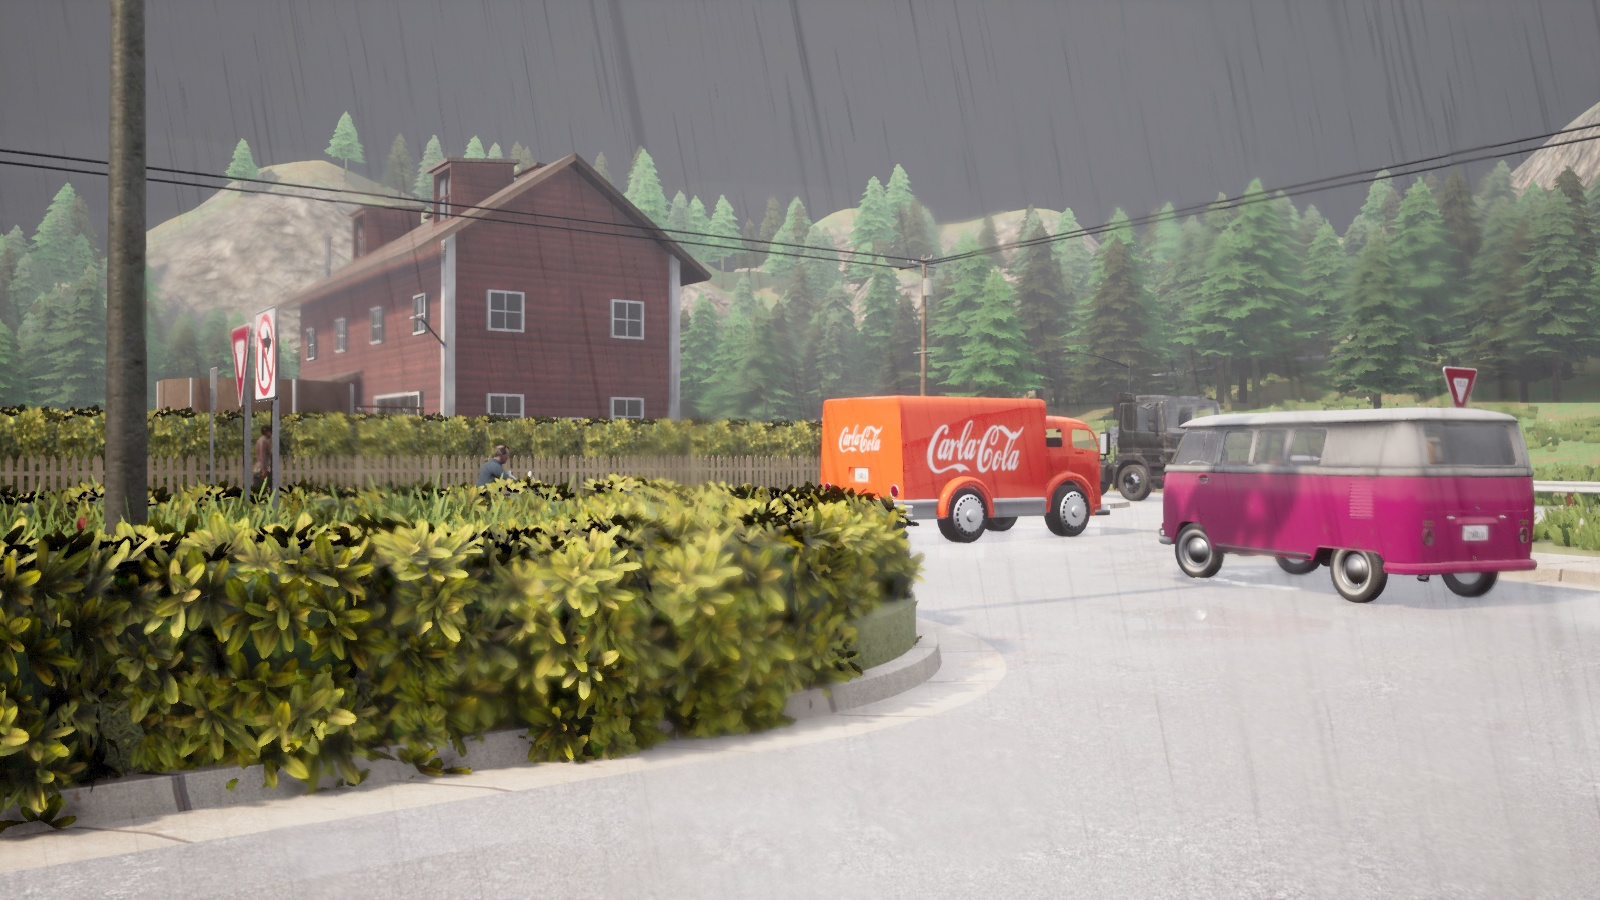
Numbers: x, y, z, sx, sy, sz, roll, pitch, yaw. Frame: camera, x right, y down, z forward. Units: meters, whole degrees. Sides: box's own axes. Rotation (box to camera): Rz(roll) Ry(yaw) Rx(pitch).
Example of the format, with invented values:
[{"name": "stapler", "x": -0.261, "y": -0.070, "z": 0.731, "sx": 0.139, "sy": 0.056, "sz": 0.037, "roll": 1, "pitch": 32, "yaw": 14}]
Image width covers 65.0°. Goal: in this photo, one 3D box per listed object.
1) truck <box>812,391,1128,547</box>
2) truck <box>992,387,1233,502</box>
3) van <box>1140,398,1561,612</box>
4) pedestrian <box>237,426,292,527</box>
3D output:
[{"name": "truck", "x": 3.098, "y": 0.306, "z": 22.486, "sx": 5.204, "sy": 2.467, "sz": 2.627, "roll": 0, "pitch": 0, "yaw": -35}, {"name": "truck", "x": 10.250, "y": -0.156, "z": 42.166, "sx": 2.891, "sy": 3.462, "sz": 7.936, "roll": 0, "pitch": 0, "yaw": -34}, {"name": "van", "x": 5.870, "y": 0.520, "z": 14.076, "sx": 1.775, "sy": 1.987, "sz": 4.442, "roll": 0, "pitch": 0, "yaw": -19}, {"name": "pedestrian", "x": -9.712, "y": 0.476, "z": 22.773, "sx": 0.869, "sy": 1.805, "sz": 0.328, "roll": 0, "pitch": 0, "yaw": -35}]
